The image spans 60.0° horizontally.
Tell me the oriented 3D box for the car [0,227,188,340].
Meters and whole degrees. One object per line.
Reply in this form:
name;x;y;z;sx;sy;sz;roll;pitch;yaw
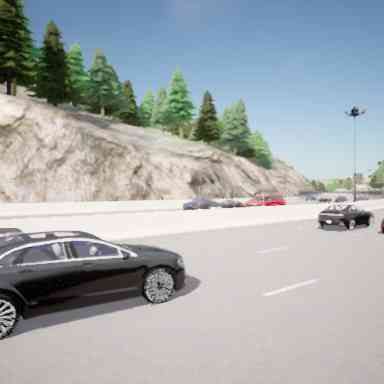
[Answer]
car;-2.356;1.504;6.498;4.902;1.511;2.128;0;0;-36

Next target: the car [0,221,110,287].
car;-4.834;1.620;8.988;4.718;1.301;1.895;0;0;-36

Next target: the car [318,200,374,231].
car;9.712;1.498;20.838;4.902;1.511;2.128;0;0;-42

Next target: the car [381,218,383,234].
car;12.026;1.564;18.225;4.181;1.385;1.994;0;0;-42

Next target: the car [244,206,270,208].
car;7.162;1.247;33.033;5.566;2.045;2.150;0;0;-44

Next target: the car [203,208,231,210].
car;3.679;1.524;34.580;4.902;1.511;2.128;0;0;-44

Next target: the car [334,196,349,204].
car;29.403;1.521;65.278;1.837;1.490;4.892;0;0;33
